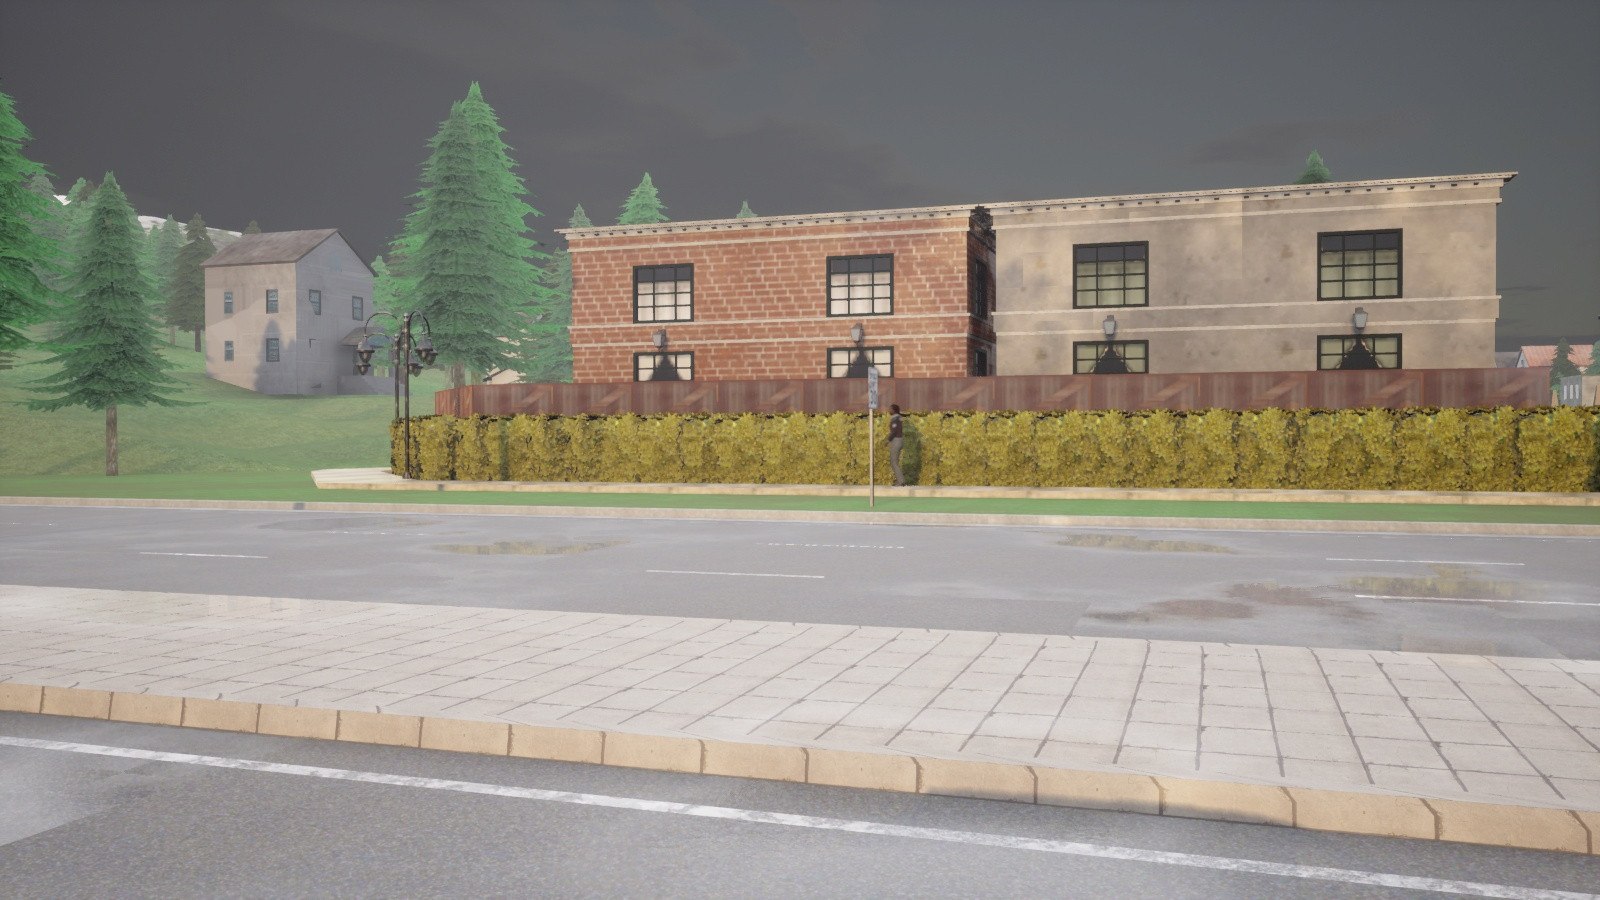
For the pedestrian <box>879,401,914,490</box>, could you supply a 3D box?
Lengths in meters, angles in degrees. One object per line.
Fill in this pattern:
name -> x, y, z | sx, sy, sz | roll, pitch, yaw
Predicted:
pedestrian -> 2.122, -0.099, 27.650 | 0.666, 1.930, 0.402 | 1, 1, 19
